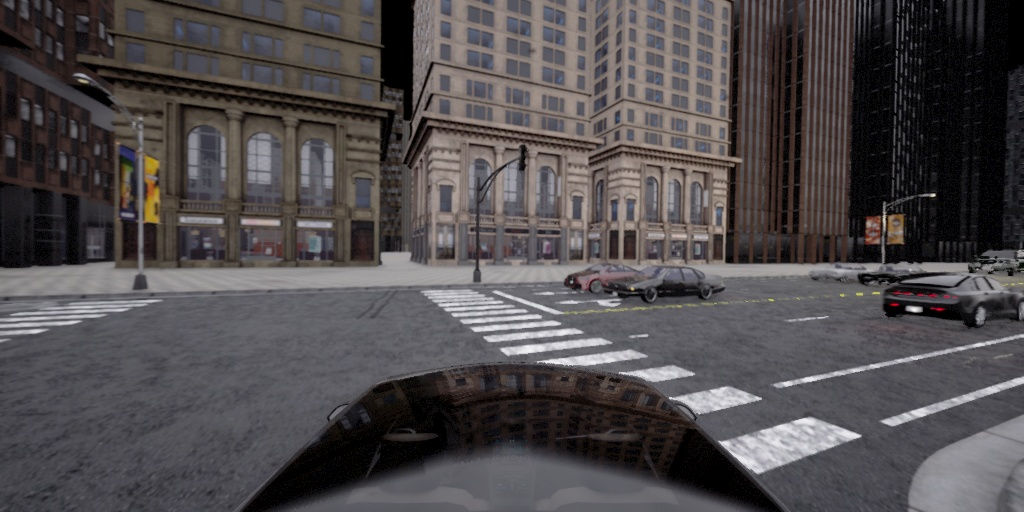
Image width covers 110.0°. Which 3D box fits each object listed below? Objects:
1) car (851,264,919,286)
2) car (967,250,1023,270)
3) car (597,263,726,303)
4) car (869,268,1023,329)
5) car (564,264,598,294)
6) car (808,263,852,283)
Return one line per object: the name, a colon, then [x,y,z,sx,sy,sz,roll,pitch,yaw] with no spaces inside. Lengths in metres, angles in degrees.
car: [23.788,1.241,22.259,4.718,1.301,1.895,0,1,-22]
car: [38.241,0.542,27.971,5.566,2.045,2.150,0,1,-22]
car: [6.585,1.123,15.325,5.357,1.411,2.033,0,1,-22]
car: [13.617,1.263,11.045,4.892,1.490,1.837,0,1,-22]
car: [4.731,1.074,18.078,4.181,1.385,1.994,0,1,-22]
car: [23.595,1.182,25.682,4.718,1.301,1.895,0,1,-22]
